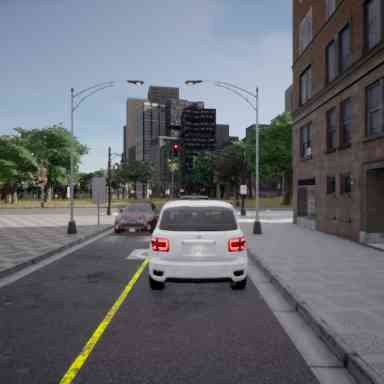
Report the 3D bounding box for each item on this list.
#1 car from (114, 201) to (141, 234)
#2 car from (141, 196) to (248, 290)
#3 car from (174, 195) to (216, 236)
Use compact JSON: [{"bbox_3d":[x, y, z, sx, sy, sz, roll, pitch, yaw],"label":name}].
[{"bbox_3d":[-3.012,1.351,19.150,2.097,1.767,4.553,0,0,1],"label":"car"},{"bbox_3d":[0.122,1.221,9.216,2.150,2.045,5.566,0,0,0],"label":"car"},{"bbox_3d":[0.140,1.222,19.784,2.150,2.045,5.566,0,0,0],"label":"car"}]
